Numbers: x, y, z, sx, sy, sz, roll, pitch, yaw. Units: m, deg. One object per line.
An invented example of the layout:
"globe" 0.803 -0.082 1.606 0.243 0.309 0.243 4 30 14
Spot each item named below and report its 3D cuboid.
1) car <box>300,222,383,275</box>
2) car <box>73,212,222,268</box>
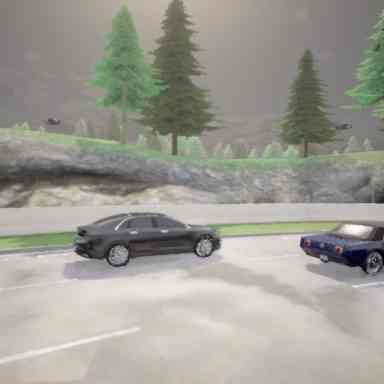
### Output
"car" 5.766 1.569 10.129 4.718 1.301 1.895 0 0 -21
"car" -1.303 1.417 10.935 4.892 1.490 1.837 0 0 -29
